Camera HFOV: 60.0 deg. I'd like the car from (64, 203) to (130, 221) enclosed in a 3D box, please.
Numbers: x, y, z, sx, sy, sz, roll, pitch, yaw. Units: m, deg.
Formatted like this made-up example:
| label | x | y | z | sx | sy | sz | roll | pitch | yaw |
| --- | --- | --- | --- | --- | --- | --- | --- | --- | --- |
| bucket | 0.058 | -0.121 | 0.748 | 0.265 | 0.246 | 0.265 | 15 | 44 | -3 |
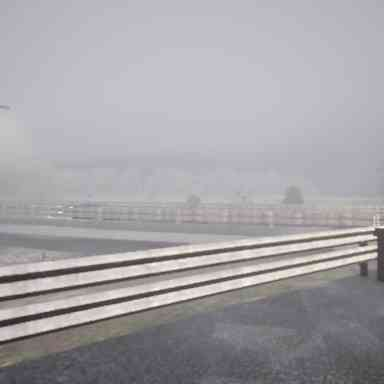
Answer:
| label | x | y | z | sx | sy | sz | roll | pitch | yaw |
| --- | --- | --- | --- | --- | --- | --- | --- | --- | --- |
| car | -7.461 | 1.544 | 26.021 | 5.357 | 1.411 | 2.033 | 0 | 0 | 21 |
